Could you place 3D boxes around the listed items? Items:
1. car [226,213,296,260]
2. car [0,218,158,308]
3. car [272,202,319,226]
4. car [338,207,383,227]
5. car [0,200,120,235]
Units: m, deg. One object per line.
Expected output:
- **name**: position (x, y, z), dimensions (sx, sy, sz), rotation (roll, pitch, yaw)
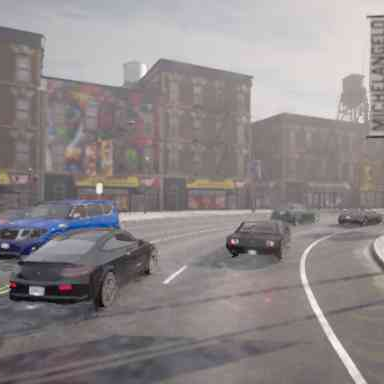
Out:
- **car**: position (2.851, 1.757, 13.217), dimensions (1.895, 1.301, 4.718), rotation (0, -1, 22)
- **car**: position (-2.273, 1.598, 8.102), dimensions (1.812, 1.442, 4.674), rotation (0, -1, 11)
- **car**: position (8.319, 1.680, 26.656), dimensions (4.553, 1.767, 2.097), rotation (1, -1, -44)
- **car**: position (13.431, 1.919, 26.381), dimensions (4.181, 1.385, 1.994), rotation (1, -1, -37)
- **car**: position (-4.868, 1.328, 12.842), dimensions (2.150, 2.045, 5.566), rotation (0, -1, 18)
